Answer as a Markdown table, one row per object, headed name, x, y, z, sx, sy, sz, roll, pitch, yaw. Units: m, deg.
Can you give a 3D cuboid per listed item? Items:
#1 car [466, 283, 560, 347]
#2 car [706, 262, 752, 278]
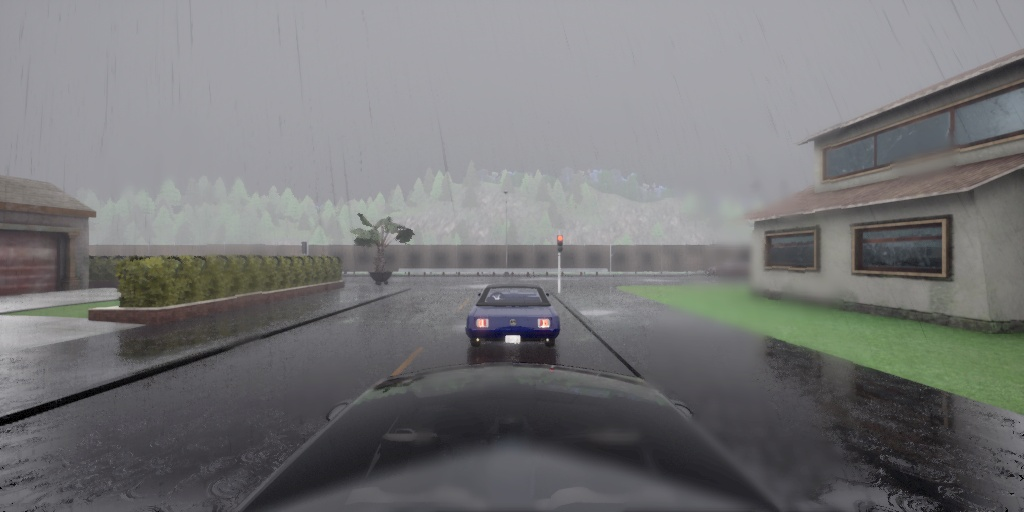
| name | x | y | z | sx | sy | sz | roll | pitch | yaw |
| --- | --- | --- | --- | --- | --- | --- | --- | --- | --- |
| car | 0.042 | 1.351 | 9.295 | 1.895 | 1.301 | 4.718 | 0 | 0 | 1 |
| car | 20.394 | 1.275 | 33.020 | 4.674 | 1.442 | 1.812 | 0 | 0 | 0 |
